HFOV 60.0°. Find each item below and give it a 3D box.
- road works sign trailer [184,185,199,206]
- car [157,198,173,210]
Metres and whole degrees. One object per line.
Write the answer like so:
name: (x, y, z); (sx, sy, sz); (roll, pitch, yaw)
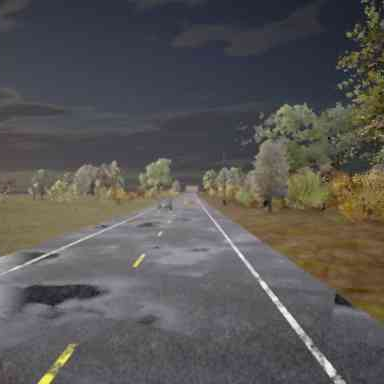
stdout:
road works sign trailer: (0.011, 0.568, 57.000); (2.380, 3.560, 2.880); (0, 0, 0)
car: (-3.573, 1.580, 44.031); (2.128, 1.511, 4.902); (0, 0, 0)
